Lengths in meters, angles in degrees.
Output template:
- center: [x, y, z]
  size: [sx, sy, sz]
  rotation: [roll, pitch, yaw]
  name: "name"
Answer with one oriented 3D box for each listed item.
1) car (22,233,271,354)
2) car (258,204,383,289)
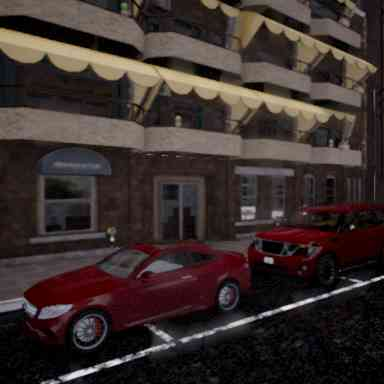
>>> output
- center: [-0.732, 1.573, 6.040]
  size: [4.206, 1.307, 1.802]
  rotation: [0, 0, -36]
  name: "car"
- center: [3.863, 1.287, 9.324]
  size: [5.009, 1.841, 2.192]
  rotation: [0, 0, -36]
  name: "car"
